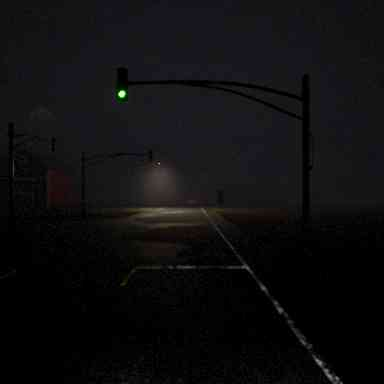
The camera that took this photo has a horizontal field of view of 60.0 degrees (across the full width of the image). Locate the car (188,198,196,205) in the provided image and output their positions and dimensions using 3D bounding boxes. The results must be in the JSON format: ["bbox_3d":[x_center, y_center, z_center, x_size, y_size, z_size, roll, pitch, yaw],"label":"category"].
[{"bbox_3d":[-0.047,2.309,84.521,2.097,1.767,4.553,0,-1,0],"label":"car"}]
